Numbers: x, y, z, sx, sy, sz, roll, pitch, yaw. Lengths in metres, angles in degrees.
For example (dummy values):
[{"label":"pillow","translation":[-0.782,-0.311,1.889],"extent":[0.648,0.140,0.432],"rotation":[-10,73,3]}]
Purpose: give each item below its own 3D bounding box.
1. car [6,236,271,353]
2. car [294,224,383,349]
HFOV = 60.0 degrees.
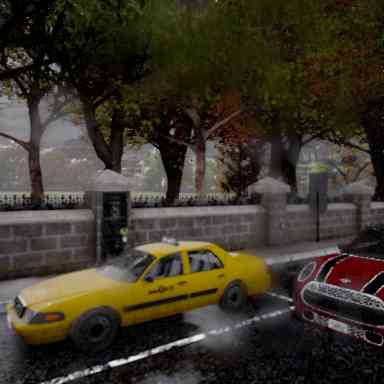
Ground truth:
[{"label":"car","translation":[-0.628,1.545,6.125],"extent":[4.829,1.417,1.752],"rotation":[0,-1,-36]},{"label":"car","translation":[3.989,1.398,6.212],"extent":[4.553,1.767,2.097],"rotation":[0,0,-35]}]
